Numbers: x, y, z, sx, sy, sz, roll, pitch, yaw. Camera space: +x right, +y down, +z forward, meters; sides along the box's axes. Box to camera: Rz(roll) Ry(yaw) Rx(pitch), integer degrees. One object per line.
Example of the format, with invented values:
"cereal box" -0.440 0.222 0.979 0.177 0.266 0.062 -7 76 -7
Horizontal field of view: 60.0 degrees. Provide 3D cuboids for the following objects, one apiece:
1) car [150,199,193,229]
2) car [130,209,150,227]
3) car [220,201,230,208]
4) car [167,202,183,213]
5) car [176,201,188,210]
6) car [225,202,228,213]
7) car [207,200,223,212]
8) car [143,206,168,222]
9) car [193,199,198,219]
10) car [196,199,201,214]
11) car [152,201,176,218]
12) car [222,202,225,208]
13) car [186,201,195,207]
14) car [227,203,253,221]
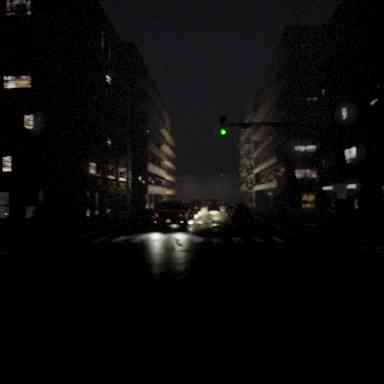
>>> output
"car" -1.435 1.673 25.510 2.150 2.045 5.566 0 -1 4
"car" -3.876 2.070 27.681 1.947 1.339 4.313 -1 -1 3
"car" 7.256 2.765 72.542 2.008 1.369 4.403 -1 -1 3
"car" -2.493 2.326 50.368 1.967 1.590 4.097 -1 -1 3
"car" -1.801 2.520 61.710 1.967 1.590 4.097 -1 -1 3
"car" 5.180 2.074 38.518 1.967 1.590 4.097 -1 -1 3
"car" 3.431 2.447 52.358 1.994 1.385 4.181 0 -1 4
"car" -3.541 2.122 33.183 1.752 1.417 4.829 -1 -1 3
"car" -0.808 1.969 35.398 2.097 1.767 4.553 0 -1 3
"car" -0.198 2.136 45.276 2.097 1.767 4.553 0 -1 4
"car" -3.186 2.009 39.027 2.192 1.841 5.009 -1 -1 3
"car" 5.873 2.407 49.858 1.802 1.307 4.206 -1 -1 3
"car" -0.417 3.022 84.391 2.008 1.369 4.403 -1 -1 3
"car" 4.833 1.978 32.847 1.967 1.590 4.097 -1 -1 3
